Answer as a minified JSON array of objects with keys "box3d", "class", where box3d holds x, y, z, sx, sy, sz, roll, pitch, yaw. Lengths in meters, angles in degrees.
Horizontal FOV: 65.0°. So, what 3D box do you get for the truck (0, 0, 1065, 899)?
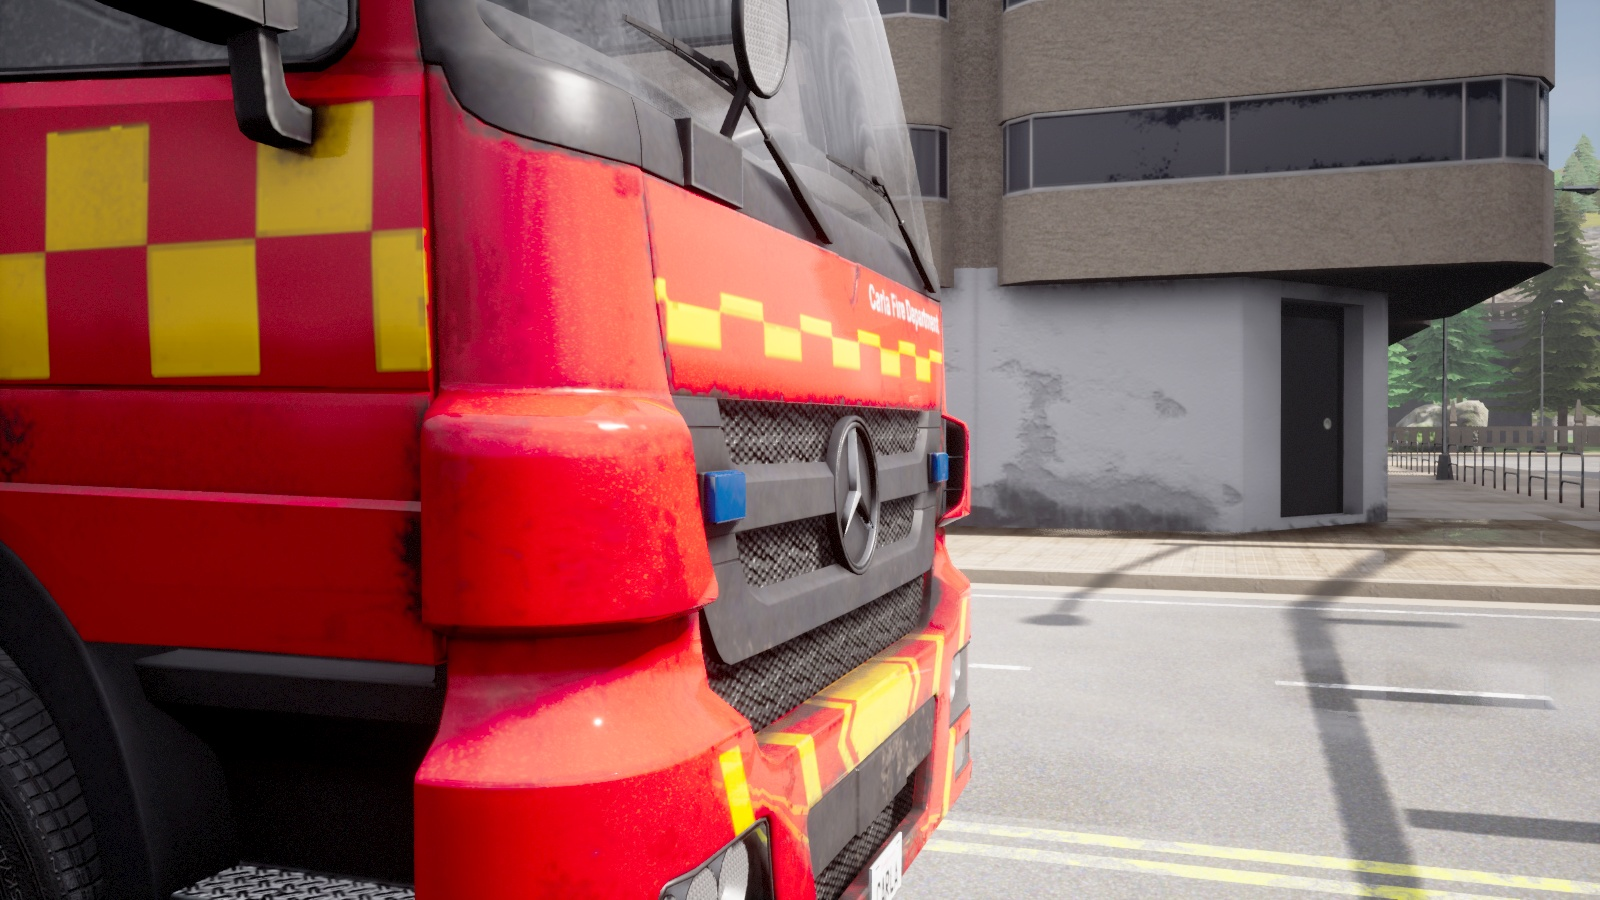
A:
[{"box3d":[-3.556,-0.422,4.371,8.468,3.827,2.891,1,1,19],"class":"truck"}]
